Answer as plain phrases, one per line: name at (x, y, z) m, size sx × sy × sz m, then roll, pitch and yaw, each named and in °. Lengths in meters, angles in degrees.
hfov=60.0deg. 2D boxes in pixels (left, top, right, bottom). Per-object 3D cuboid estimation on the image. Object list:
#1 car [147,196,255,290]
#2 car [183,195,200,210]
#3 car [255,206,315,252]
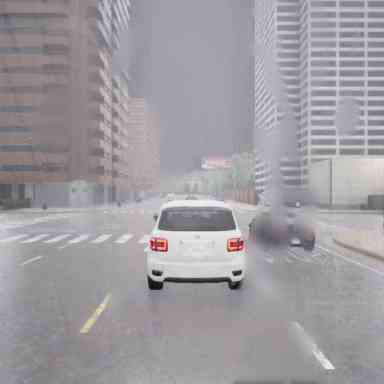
car at (0.072, 1.221, 9.226) m, size 2.150 × 2.045 × 5.566 m, roll 0°, pitch 0°, yaw -1°
car at (-0.081, 1.352, 43.084) m, size 2.097 × 1.767 × 4.553 m, roll 0°, pitch 0°, yaw 0°
car at (3.559, 1.525, 13.719) m, size 1.812 × 1.442 × 4.674 m, roll 0°, pitch 0°, yaw 0°
